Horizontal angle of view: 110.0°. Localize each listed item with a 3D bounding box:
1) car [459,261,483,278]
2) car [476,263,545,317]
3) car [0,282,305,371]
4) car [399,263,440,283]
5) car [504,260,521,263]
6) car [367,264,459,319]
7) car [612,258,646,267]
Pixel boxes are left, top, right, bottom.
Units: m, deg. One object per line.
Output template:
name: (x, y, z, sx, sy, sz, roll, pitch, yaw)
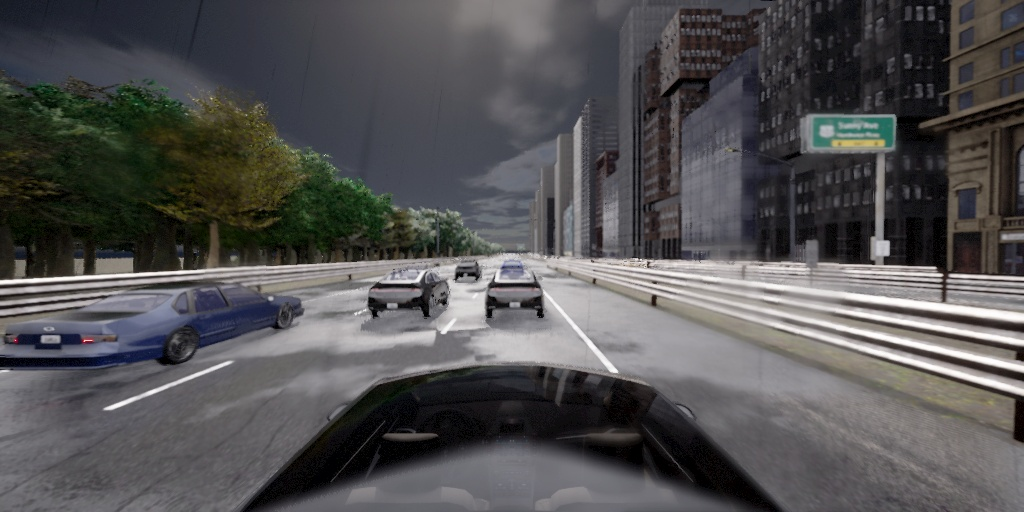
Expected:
car: (-3.446, 1.124, 29.006, 1.837, 1.490, 4.892, 0, 0, 0)
car: (0.083, 1.184, 12.793, 2.128, 1.511, 4.902, 0, 0, 0)
car: (-6.906, 1.276, 7.875, 2.033, 1.411, 5.357, 0, 0, 0)
car: (-6.946, 1.233, 27.457, 1.895, 1.301, 4.718, 0, 0, 0)
car: (0.048, 1.084, 30.561, 1.882, 1.535, 5.008, 0, 0, 0)
car: (-3.416, 1.190, 12.635, 2.128, 1.511, 4.902, 0, 0, 0)
car: (14.412, 1.069, 44.627, 1.801, 1.575, 5.366, 0, 1, -17)
